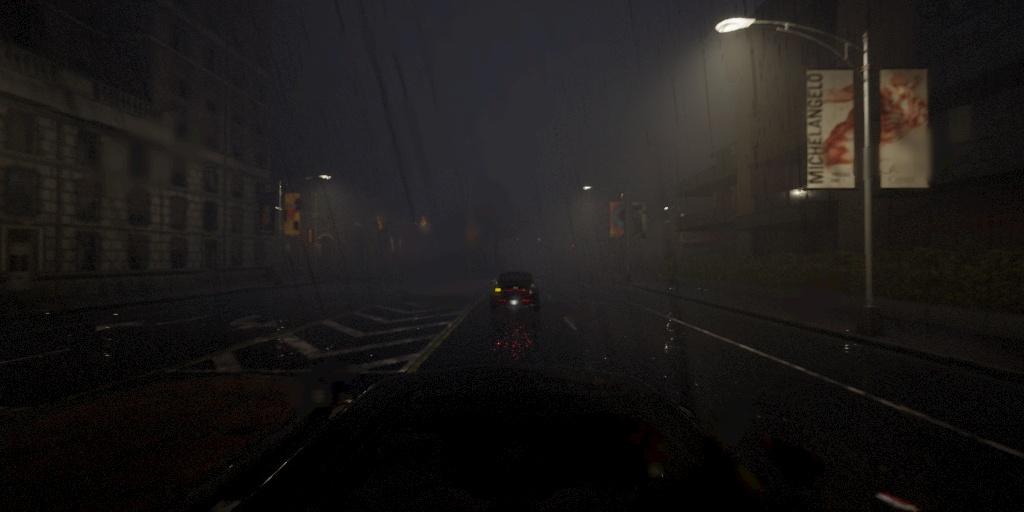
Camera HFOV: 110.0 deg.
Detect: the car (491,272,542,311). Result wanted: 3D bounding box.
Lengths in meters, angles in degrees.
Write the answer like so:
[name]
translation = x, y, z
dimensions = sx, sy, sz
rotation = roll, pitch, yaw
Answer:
[car]
translation = 0.182, 1.386, 15.099
dimensions = 1.837, 1.490, 4.892
rotation = 0, 0, 2
